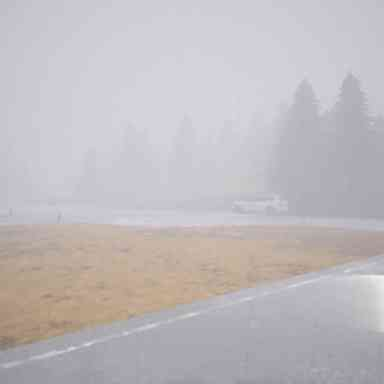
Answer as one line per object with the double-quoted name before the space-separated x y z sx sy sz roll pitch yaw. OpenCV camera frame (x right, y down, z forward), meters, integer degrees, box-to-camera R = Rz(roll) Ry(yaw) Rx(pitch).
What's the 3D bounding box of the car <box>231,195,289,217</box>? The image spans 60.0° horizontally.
"car" 6.543 1.281 32.250 5.566 2.045 2.150 0 0 36
